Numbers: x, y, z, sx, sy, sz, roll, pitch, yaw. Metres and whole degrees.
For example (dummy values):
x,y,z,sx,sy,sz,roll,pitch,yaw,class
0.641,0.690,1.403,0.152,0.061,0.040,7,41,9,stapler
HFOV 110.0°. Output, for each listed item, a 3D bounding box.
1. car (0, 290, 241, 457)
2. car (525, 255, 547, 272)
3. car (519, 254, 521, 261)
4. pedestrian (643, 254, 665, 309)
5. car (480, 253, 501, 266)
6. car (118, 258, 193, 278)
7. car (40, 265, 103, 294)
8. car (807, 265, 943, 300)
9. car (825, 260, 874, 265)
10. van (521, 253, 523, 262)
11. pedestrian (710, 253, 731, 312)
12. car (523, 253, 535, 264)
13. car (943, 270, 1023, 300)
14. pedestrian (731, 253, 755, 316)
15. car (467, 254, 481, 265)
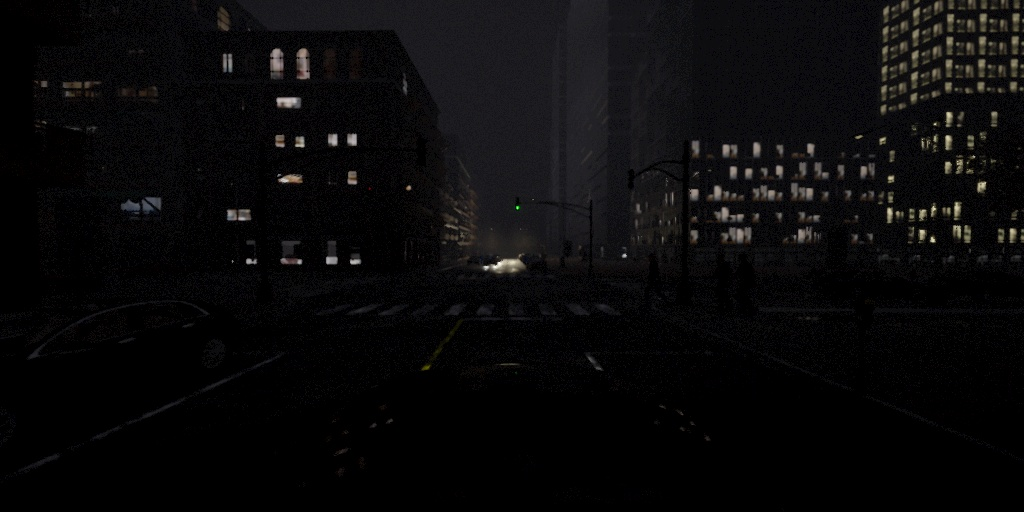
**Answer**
x,y,z,sx,sy,sz,roll,pitch,yaw,class
-5.691,1.267,4.640,2.007,1.370,4.403,0,0,0,car
2.661,0.876,37.157,1.888,1.381,4.507,0,0,0,car
2.664,0.593,59.739,1.888,1.381,4.507,0,0,0,car
4.543,0.772,11.490,0.375,1.860,0.375,-1,2,0,pedestrian
-3.054,0.710,51.984,1.994,1.385,4.181,0,1,0,car
-25.853,0.839,26.050,4.507,1.381,1.888,0,0,1,car
-22.622,1.085,17.395,4.507,1.381,1.888,0,0,1,car
16.717,1.275,16.852,4.403,1.370,2.007,0,0,1,car
23.377,0.965,25.396,4.097,1.591,1.967,0,0,1,car
2.664,0.460,54.094,1.690,1.789,3.998,0,0,0,van
6.418,0.788,10.961,0.375,1.860,0.375,-1,2,0,pedestrian
2.662,0.700,42.802,1.967,1.591,4.097,0,0,0,car
22.198,1.317,16.776,4.313,1.339,1.948,0,0,1,car
6.672,0.799,10.291,0.375,1.860,0.375,-1,2,0,pedestrian
-5.684,0.686,54.061,1.948,1.339,4.313,0,0,0,car
